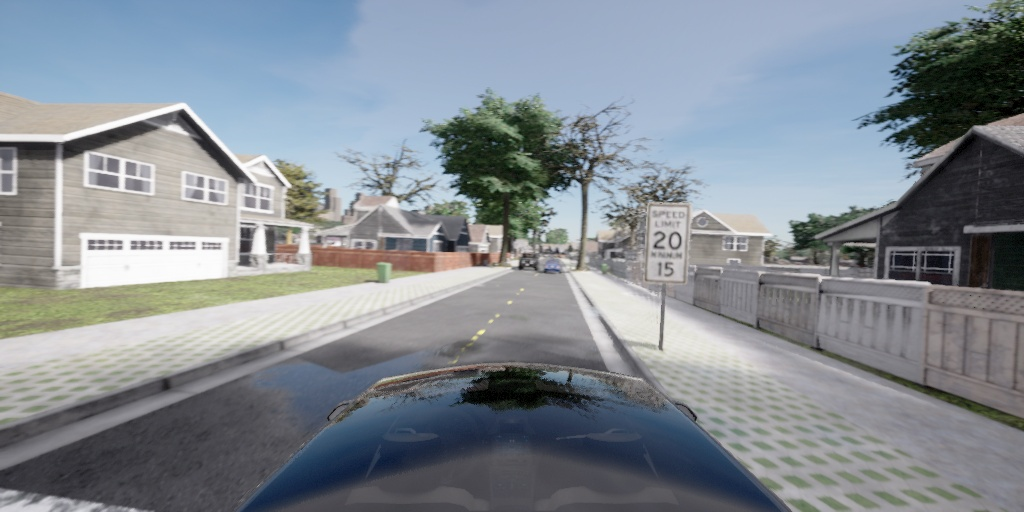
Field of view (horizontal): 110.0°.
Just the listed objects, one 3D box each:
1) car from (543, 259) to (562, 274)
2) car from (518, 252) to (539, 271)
[{"bbox_3d":[4.340,1.094,38.236,2.033,1.411,5.357,3,1,7],"label":"car"},{"bbox_3d":[2.042,0.614,42.357,2.150,2.045,5.566,3,1,7],"label":"car"}]
